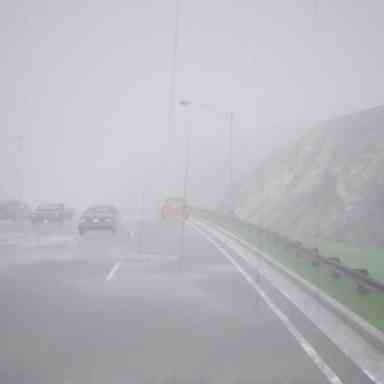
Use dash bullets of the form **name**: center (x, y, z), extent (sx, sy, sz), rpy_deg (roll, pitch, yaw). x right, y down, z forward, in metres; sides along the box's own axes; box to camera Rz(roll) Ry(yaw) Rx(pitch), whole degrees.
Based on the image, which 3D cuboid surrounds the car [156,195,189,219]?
- **car**: center (-1.606, 1.105, 26.354), extent (2.097, 1.767, 4.553), rpy_deg (0, 1, -12)

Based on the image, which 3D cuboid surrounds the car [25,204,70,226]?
- **car**: center (-9.111, 1.413, 21.971), extent (1.895, 1.301, 4.718), rpy_deg (0, 1, -10)

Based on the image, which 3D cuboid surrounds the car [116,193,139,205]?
- **car**: center (-8.986, 0.926, 47.271), extent (2.097, 1.767, 4.553), rpy_deg (0, 1, -22)

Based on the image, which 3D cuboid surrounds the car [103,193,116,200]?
- **car**: center (-14.625, 0.944, 59.960), extent (1.882, 1.535, 5.008), rpy_deg (0, 1, -27)

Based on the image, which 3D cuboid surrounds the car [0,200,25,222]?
- **car**: center (-13.056, 1.309, 23.773), extent (1.837, 1.490, 4.892), rpy_deg (0, 1, -11)

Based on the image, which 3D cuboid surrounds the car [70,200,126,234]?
- **car**: center (-4.903, 1.386, 18.109), extent (2.033, 1.411, 5.357), rpy_deg (0, 1, -9)
